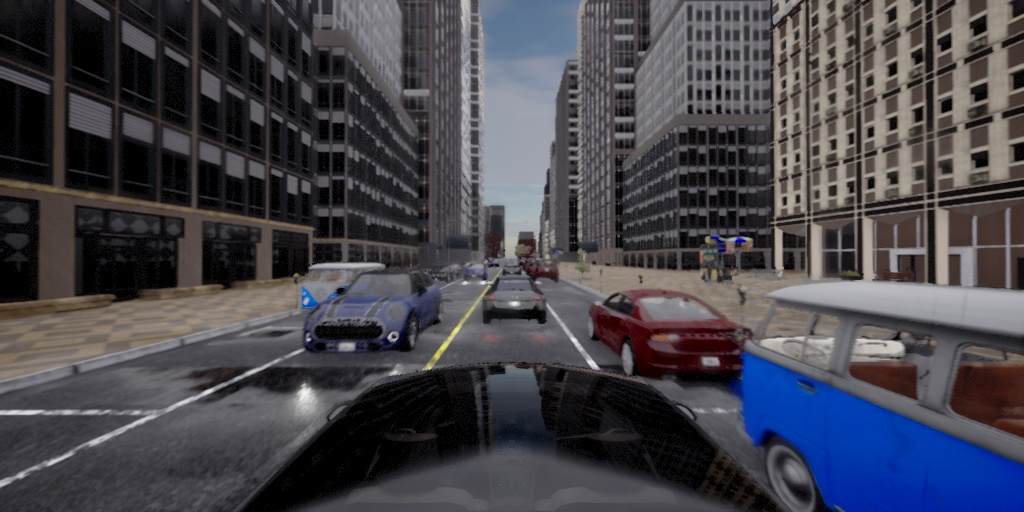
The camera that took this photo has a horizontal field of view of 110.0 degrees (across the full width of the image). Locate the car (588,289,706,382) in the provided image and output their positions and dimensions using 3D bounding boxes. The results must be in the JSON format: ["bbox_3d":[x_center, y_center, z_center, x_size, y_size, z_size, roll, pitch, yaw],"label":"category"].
[{"bbox_3d":[2.708,1.309,7.123,1.888,1.381,4.507,0,0,0],"label":"car"}]

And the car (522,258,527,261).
[{"bbox_3d":[2.609,1.184,40.356,2.192,1.841,5.009,0,0,0],"label":"car"}]

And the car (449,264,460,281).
[{"bbox_3d":[-5.746,1.411,29.257,1.948,1.339,4.313,0,0,0],"label":"car"}]

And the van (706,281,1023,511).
[{"bbox_3d":[2.810,1.087,1.585,1.690,1.789,3.998,0,0,0],"label":"van"}]

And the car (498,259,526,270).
[{"bbox_3d":[0.012,1.351,35.846,2.128,1.511,4.902,0,0,0],"label":"car"}]

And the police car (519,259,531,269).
[{"bbox_3d":[2.229,1.368,64.567,1.930,1.638,5.238,0,0,0],"label":"police car"}]

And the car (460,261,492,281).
[{"bbox_3d":[-3.075,1.374,31.445,1.812,1.442,4.674,0,0,0],"label":"car"}]

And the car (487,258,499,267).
[{"bbox_3d":[-3.152,1.558,65.191,1.895,1.301,4.718,0,0,0],"label":"car"}]

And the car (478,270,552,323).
[{"bbox_3d":[0.077,1.348,12.291,1.994,1.385,4.181,0,0,0],"label":"car"}]

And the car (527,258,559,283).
[{"bbox_3d":[2.634,1.149,29.277,2.192,1.841,5.009,0,0,0],"label":"car"}]

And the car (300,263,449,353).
[{"bbox_3d":[-3.111,1.130,8.987,2.097,1.767,4.553,0,0,0],"label":"car"}]
